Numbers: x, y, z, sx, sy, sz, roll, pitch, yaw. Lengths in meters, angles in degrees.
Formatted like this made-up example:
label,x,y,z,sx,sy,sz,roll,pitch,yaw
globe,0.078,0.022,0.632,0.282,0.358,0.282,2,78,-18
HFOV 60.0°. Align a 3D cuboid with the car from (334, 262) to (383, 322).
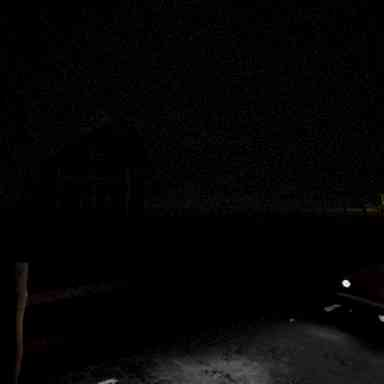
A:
label,x,y,z,sx,sy,sz,roll,pitch,yaw
car,4.810,1.678,6.378,4.718,1.301,1.895,1,0,-35
